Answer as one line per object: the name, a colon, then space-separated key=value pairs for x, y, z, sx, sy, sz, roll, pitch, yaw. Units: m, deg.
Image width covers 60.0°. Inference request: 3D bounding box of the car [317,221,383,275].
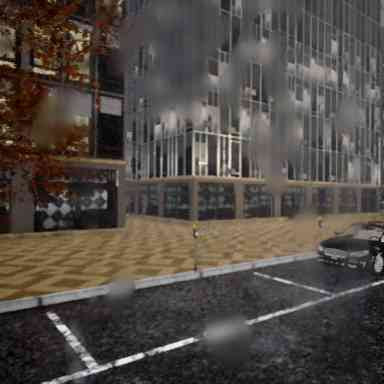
car: x=5.834 y=1.649 z=10.729 sx=4.403 sy=1.369 sz=2.008 roll=1 pitch=0 yaw=-36
